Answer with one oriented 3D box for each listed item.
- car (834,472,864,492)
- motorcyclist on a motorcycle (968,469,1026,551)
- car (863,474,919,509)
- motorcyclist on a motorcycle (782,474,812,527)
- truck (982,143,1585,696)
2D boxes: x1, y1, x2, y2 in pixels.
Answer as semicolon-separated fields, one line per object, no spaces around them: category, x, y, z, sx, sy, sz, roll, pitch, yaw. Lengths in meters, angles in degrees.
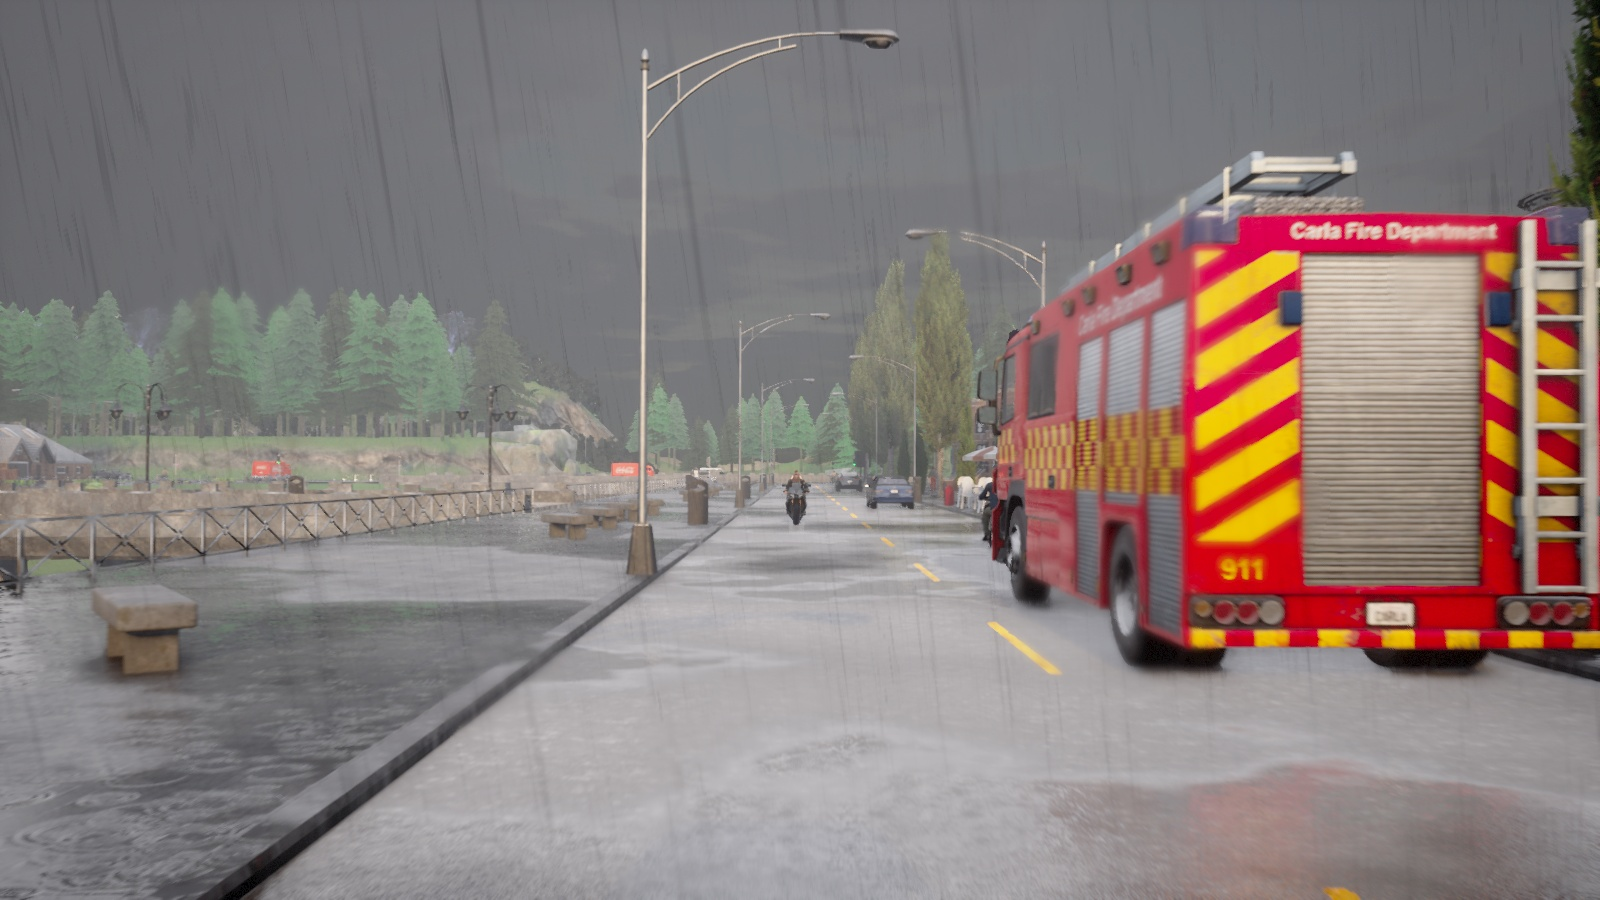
car;3.748;2.421;96.833;2.163;1.488;4.792;0;-1;0
motorcyclist on a motorcycle;3.933;1.174;25.166;0.866;1.590;1.817;0;-1;0
car;3.859;1.753;54.107;2.033;1.411;5.357;0;-1;0
motorcyclist on a motorcycle;-0.096;1.471;37.106;0.866;1.530;2.191;0;-1;0
truck;3.961;-0.149;12.937;2.891;3.827;8.468;0;-1;0
